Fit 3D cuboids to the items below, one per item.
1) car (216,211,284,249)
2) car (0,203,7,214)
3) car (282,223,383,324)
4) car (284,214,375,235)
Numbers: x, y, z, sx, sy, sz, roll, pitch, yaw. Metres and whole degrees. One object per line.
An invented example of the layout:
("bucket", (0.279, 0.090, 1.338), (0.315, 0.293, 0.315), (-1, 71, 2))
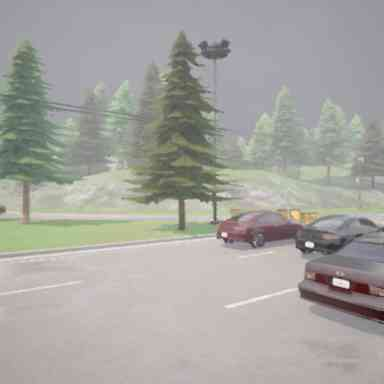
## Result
("car", (3.163, 1.541, 14.613), (4.674, 1.442, 1.812), (0, 0, -36))
("car", (-20.676, 1.480, 33.499), (5.008, 1.535, 1.882), (0, 0, 33))
("car", (4.511, 1.558, 6.970), (5.357, 1.411, 2.033), (0, 0, -35))
("car", (5.686, 1.542, 12.116), (4.674, 1.442, 1.812), (0, 0, -36))
